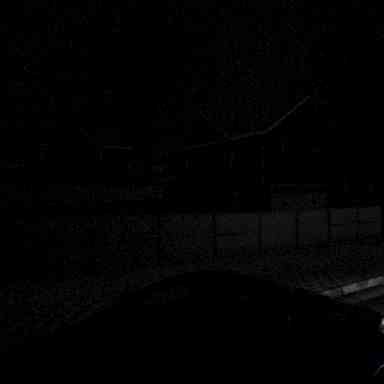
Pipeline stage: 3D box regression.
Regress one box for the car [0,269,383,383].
[{"bbox_3d":[0.120,1.550,3.162,4.181,1.385,1.994,0,0,-32],"label":"car"}]
